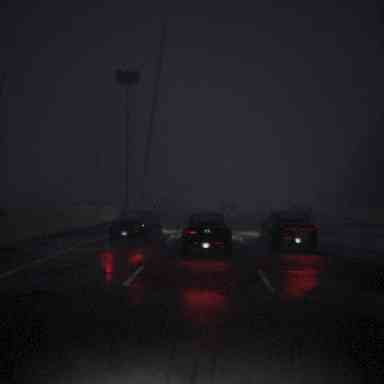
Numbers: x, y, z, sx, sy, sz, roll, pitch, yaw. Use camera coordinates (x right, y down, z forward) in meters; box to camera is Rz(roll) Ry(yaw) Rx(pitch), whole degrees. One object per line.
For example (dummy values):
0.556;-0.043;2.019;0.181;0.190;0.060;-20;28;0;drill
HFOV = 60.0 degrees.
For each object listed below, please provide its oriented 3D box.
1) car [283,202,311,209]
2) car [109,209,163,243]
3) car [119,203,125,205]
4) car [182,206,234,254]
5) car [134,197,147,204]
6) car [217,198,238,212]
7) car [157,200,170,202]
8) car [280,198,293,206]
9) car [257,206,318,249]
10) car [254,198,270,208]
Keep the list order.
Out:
9.346;1.791;28.838;1.895;1.301;4.718;0;0;9;car
-2.670;1.572;16.420;1.812;1.442;4.674;0;0;5;car
-12.797;1.737;58.339;1.895;1.301;4.718;0;0;16;car
0.667;1.568;13.801;1.837;1.490;4.892;0;0;4;car
-8.767;1.667;59.645;2.128;1.511;4.902;0;0;17;car
4.759;1.809;42.027;1.895;1.301;4.718;0;0;13;car
-5.199;1.552;59.349;2.097;1.767;4.553;0;0;17;car
16.546;1.844;58.136;1.882;1.535;5.008;0;0;19;car
4.269;1.602;15.197;1.837;1.490;4.892;0;0;5;car
11.068;1.651;52.293;2.097;1.767;4.553;1;0;16;car
